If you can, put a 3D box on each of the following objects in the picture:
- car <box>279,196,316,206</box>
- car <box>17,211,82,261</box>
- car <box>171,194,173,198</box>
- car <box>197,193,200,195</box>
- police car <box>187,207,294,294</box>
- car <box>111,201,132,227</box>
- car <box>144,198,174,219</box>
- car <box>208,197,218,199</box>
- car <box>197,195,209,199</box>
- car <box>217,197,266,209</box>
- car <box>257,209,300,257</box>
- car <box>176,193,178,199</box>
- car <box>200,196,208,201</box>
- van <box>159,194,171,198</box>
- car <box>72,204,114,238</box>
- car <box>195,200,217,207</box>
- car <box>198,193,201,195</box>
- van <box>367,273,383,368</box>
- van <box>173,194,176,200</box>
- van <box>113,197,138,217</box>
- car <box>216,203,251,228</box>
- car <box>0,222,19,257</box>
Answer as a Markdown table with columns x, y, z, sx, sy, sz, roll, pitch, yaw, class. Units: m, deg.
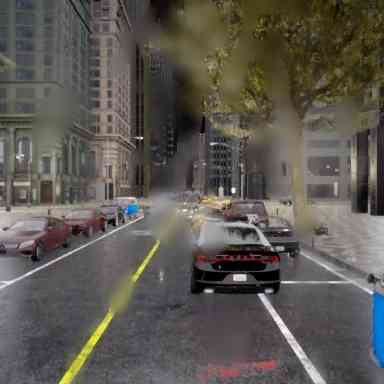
| x | y | z | sx | sy | sz | roll | pitch | yaw | class |
| --- | --- | --- | --- | --- | --- | --- | --- | --- | --- |
| 14.439 | 1.243 | 45.524 | 4.902 | 1.511 | 2.128 | -1 | 0 | 1 | car |
| -5.745 | 1.582 | 12.197 | 1.802 | 1.307 | 4.206 | 0 | 0 | 0 | car |
| -5.666 | 1.587 | 71.946 | 1.887 | 1.381 | 4.507 | 0 | 0 | 0 | car |
| 2.911 | 1.590 | 88.661 | 1.752 | 1.417 | 4.829 | 0 | 0 | 0 | car |
| 0.914 | 1.425 | 8.915 | 1.930 | 1.638 | 5.238 | 0 | 0 | 0 | police car |
| -5.729 | 1.569 | 23.024 | 1.947 | 1.339 | 4.313 | 0 | 0 | 0 | car |
| -2.955 | 1.499 | 28.642 | 2.128 | 1.511 | 4.902 | 0 | 0 | 0 | car |
| 2.819 | 1.534 | 33.992 | 1.752 | 1.417 | 4.829 | 0 | 0 | 0 | car |
| 3.357 | 1.448 | 43.816 | 5.008 | 1.535 | 1.882 | -2 | 1 | -30 | car |
| 2.788 | 1.317 | 17.952 | 2.192 | 1.841 | 5.009 | 0 | 0 | 0 | car |
| 2.780 | 1.551 | 12.663 | 2.008 | 1.369 | 4.403 | 0 | 0 | 0 | car |
| -5.628 | 1.654 | 94.046 | 1.802 | 1.307 | 4.206 | 0 | 0 | 0 | car |
| 2.903 | 1.602 | 82.965 | 1.887 | 1.381 | 4.507 | 0 | 0 | 0 | car |
| -5.677 | 1.377 | 66.421 | 1.690 | 1.788 | 3.998 | 0 | 0 | 0 | van |
| -5.737 | 1.546 | 17.611 | 1.887 | 1.381 | 4.507 | 0 | 0 | 0 | car |
| 0.930 | 1.457 | 18.995 | 1.801 | 1.575 | 5.366 | 0 | 0 | 0 | car |
| 2.896 | 1.594 | 77.440 | 1.887 | 1.381 | 4.507 | 0 | 0 | 0 | car |
| 2.763 | 1.341 | 2.086 | 1.690 | 1.788 | 3.998 | 0 | 0 | 0 | van |
| -5.648 | 1.398 | 82.996 | 1.690 | 1.788 | 3.998 | 0 | 0 | 0 | van |
| -5.721 | 1.347 | 28.437 | 1.690 | 1.788 | 3.998 | 0 | 0 | 0 | van |
| 2.796 | 1.548 | 23.241 | 1.887 | 1.381 | 4.507 | 0 | 0 | 0 | car |
| -5.754 | 1.551 | 6.784 | 2.008 | 1.369 | 4.403 | 0 | 0 | 0 | car |
